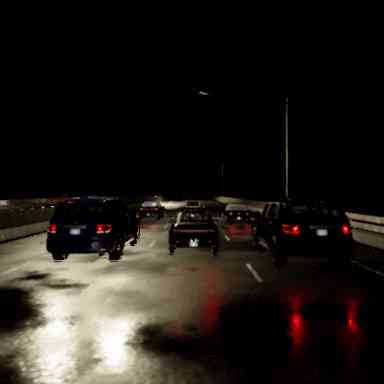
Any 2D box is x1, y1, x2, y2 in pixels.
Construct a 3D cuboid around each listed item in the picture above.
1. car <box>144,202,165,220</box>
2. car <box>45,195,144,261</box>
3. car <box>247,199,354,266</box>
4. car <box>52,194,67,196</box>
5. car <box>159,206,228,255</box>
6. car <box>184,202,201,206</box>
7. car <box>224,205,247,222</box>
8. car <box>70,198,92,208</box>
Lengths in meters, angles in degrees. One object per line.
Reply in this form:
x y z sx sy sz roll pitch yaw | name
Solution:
-3.425 1.586 28.724 2.128 1.511 4.902 0 0 0 | car
-3.431 1.265 12.542 2.150 2.045 5.566 0 0 1 | car
3.564 1.253 11.741 2.150 2.045 5.566 0 -1 0 | car
-21.047 1.385 52.364 2.150 2.045 5.566 0 0 1 | car
0.072 1.537 13.557 2.128 1.511 4.902 0 0 0 | car
0.076 1.600 28.800 1.837 1.490 4.892 0 0 0 | car
3.567 1.690 27.316 1.895 1.301 4.718 0 0 0 | car
-17.552 1.670 52.705 1.837 1.490 4.892 0 0 0 | car
